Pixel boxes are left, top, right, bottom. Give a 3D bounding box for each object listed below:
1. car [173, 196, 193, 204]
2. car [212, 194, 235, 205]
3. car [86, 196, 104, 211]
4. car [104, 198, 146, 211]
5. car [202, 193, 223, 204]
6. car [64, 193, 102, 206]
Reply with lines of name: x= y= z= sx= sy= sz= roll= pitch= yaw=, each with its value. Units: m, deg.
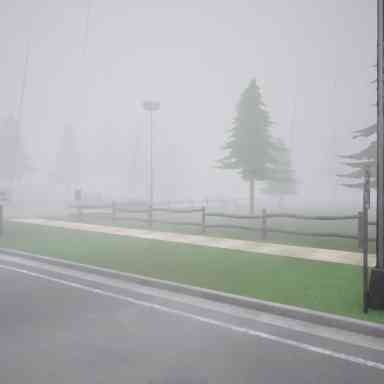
car: x=-1.790 y=1.477 z=65.573 sx=1.882 sy=1.535 sz=5.008 roll=0 pitch=0 yaw=36
car: x=5.887 y=1.525 z=58.258 sx=1.812 sy=1.442 sz=4.674 roll=0 pitch=0 yaw=36
car: x=-10.473 y=1.564 z=41.159 sx=1.994 sy=1.385 sz=4.181 roll=0 pitch=0 yaw=35
car: x=-7.532 y=1.477 z=39.258 sx=1.882 sy=1.535 sz=5.008 roll=0 pitch=0 yaw=35
car: x=4.029 y=1.225 z=61.675 sx=2.150 sy=2.045 sz=5.566 roll=0 pitch=0 yaw=36
car: x=-15.022 y=1.221 z=46.845 sx=2.150 sy=2.045 sz=5.566 roll=0 pitch=0 yaw=35
